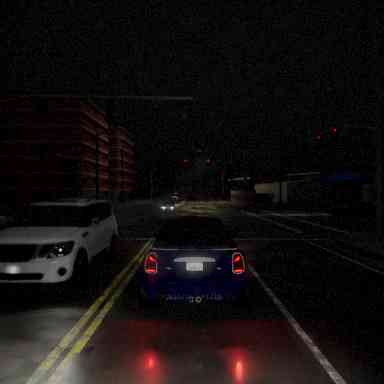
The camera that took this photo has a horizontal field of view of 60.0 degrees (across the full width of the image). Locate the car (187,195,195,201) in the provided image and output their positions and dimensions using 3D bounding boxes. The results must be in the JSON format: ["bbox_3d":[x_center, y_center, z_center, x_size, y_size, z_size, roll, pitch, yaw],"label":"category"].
[{"bbox_3d":[-0.189,1.500,81.242,1.837,1.490,4.892,0,0,0],"label":"car"}]

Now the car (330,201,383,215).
[{"bbox_3d":[16.390,1.601,33.161,4.718,1.301,1.895,0,0,0],"label":"car"}]

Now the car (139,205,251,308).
[{"bbox_3d":[0.056,1.352,8.074,2.097,1.767,4.553,0,0,0],"label":"car"}]

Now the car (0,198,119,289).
[{"bbox_3d":[-3.622,1.221,9.489,2.150,2.045,5.566,0,0,0],"label":"car"}]

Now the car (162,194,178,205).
[{"bbox_3d":[-3.719,1.547,53.458,2.033,1.411,5.357,0,0,0],"label":"car"}]

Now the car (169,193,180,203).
[{"bbox_3d":[-3.698,1.215,63.901,2.150,2.045,5.566,0,1,0],"label":"car"}]

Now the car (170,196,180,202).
[{"bbox_3d":[-3.673,1.540,74.222,2.033,1.411,5.357,0,0,0],"label":"car"}]
